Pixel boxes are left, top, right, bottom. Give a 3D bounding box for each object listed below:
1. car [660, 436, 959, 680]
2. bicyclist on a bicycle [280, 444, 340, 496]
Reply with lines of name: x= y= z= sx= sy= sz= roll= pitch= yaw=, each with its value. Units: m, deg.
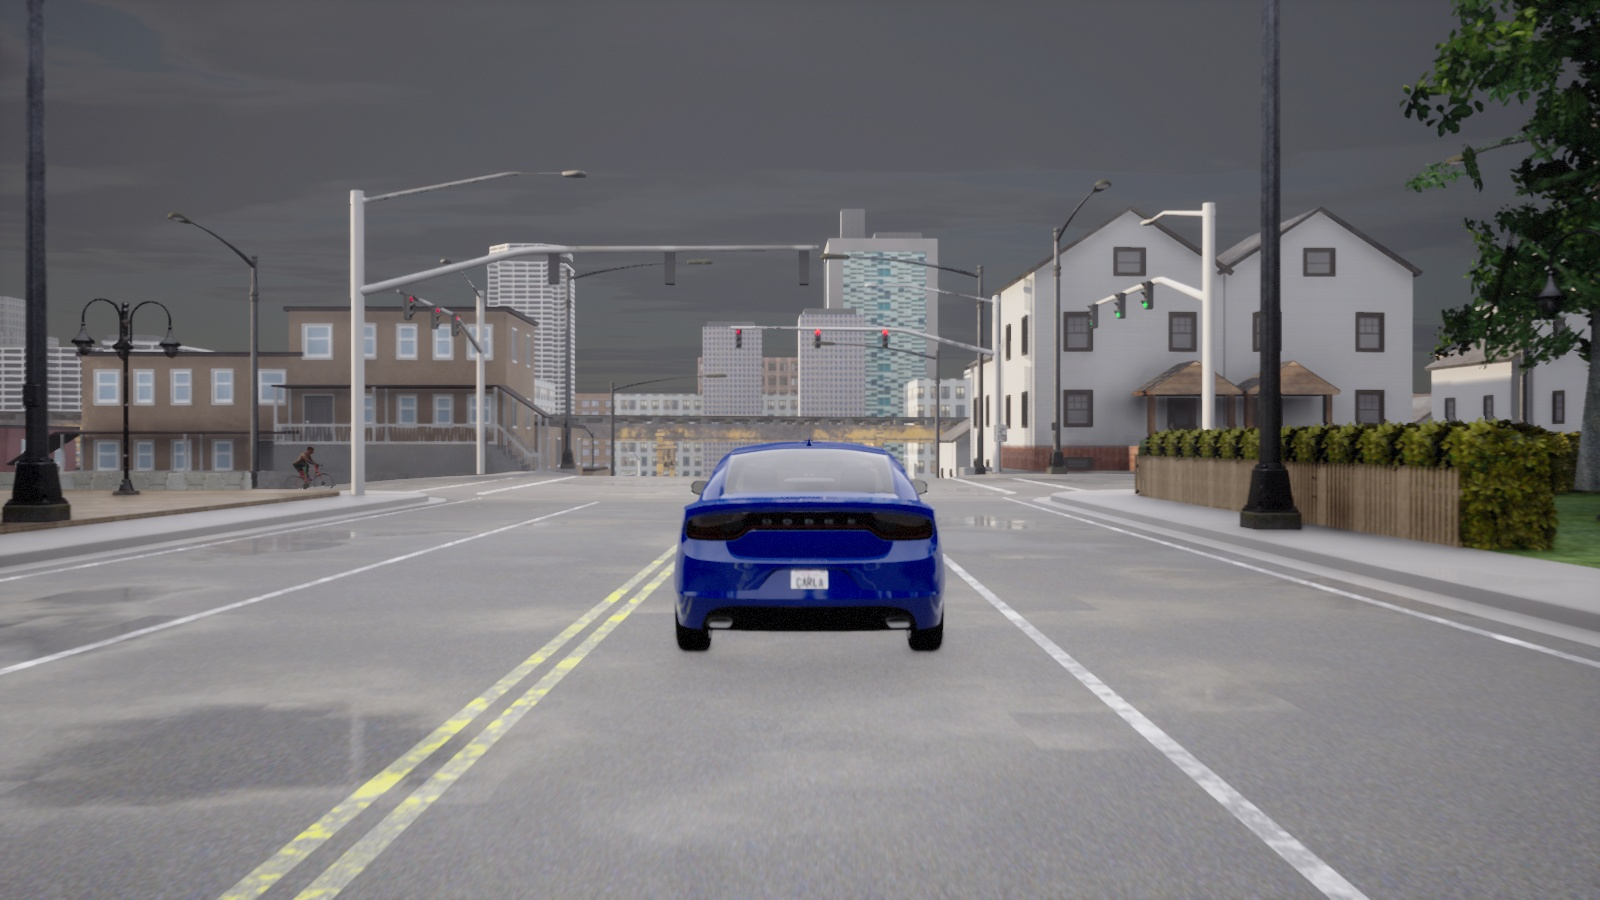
car: x=0.076 y=0.665 z=10.422 sx=1.882 sy=1.535 sz=5.008 roll=0 pitch=0 yaw=0
bicyclist on a bicycle: x=-16.439 y=0.664 z=42.159 sx=1.656 sy=1.620 sz=0.582 roll=-5 pitch=0 yaw=0
